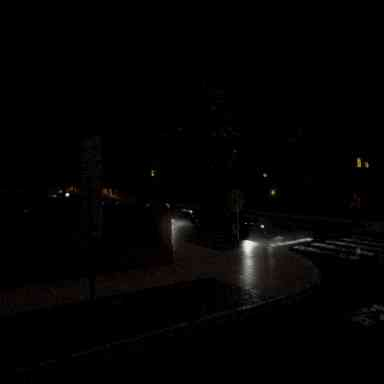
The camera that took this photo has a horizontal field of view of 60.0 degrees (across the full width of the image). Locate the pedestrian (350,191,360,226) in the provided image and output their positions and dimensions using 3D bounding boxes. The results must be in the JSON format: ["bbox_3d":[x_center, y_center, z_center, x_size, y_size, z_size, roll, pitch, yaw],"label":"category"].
[{"bbox_3d":[8.618,0.863,17.630,0.375,1.860,0.375,0,0,-35],"label":"pedestrian"}]

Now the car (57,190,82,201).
[{"bbox_3d":[-14.582,0.755,40.979,2.033,1.411,5.357,-2,2,-34],"label":"car"}]

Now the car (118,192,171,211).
[{"bbox_3d":[-3.433,0.948,24.774,2.097,1.767,4.553,-2,2,-35],"label":"car"}]

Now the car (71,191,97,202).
[{"bbox_3d":[-15.485,0.577,47.418,2.033,1.411,5.357,-2,2,-35],"label":"car"}]

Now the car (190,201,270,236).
[{"bbox_3d":[1.812,1.287,17.258,1.837,1.490,4.892,-2,2,-36],"label":"car"}]

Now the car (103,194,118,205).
[{"bbox_3d":[-8.696,0.936,32.417,1.812,1.442,4.674,-2,2,-34],"label":"car"}]
